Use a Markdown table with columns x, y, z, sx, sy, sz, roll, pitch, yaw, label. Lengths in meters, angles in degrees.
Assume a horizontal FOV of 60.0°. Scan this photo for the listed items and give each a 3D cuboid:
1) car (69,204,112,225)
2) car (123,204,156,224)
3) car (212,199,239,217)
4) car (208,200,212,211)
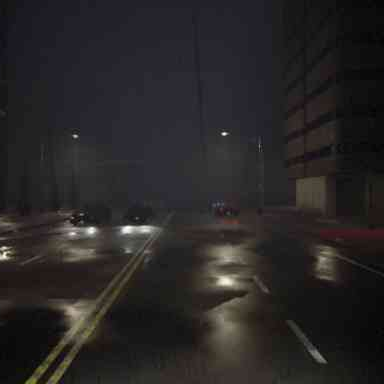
| x | y | z | sx | sy | sz | roll | pitch | yaw | label |
| --- | --- | --- | --- | --- | --- | --- | --- | --- | --- |
| -7.267 | 1.606 | 24.569 | 2.033 | 1.411 | 5.357 | 0 | 0 | -1 | car |
| -3.767 | 1.605 | 24.609 | 1.994 | 1.385 | 4.181 | 0 | 0 | -1 | car |
| 3.208 | 1.605 | 31.367 | 1.895 | 1.301 | 4.718 | 0 | 0 | 0 | car |
| 3.044 | 1.556 | 41.306 | 2.033 | 1.411 | 5.357 | 0 | 0 | -1 | car |
